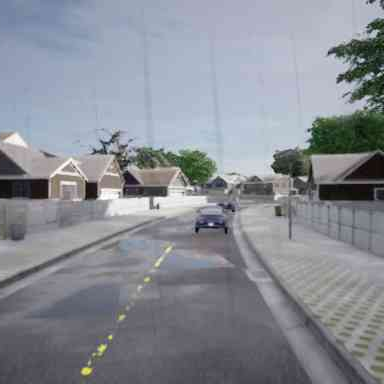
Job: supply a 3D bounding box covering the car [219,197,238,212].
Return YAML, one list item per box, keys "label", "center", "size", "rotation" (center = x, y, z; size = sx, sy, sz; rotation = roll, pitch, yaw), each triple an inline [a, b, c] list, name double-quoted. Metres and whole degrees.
- label: "car"
  center: [4.192, 1.386, 39.095]
  size: [2.097, 1.767, 4.553]
  rotation: [0, 0, 12]

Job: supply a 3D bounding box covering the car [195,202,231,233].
- label: "car"
  center: [1.220, 1.535, 19.890]
  size: [1.812, 1.442, 4.674]
  rotation: [0, 0, 5]
